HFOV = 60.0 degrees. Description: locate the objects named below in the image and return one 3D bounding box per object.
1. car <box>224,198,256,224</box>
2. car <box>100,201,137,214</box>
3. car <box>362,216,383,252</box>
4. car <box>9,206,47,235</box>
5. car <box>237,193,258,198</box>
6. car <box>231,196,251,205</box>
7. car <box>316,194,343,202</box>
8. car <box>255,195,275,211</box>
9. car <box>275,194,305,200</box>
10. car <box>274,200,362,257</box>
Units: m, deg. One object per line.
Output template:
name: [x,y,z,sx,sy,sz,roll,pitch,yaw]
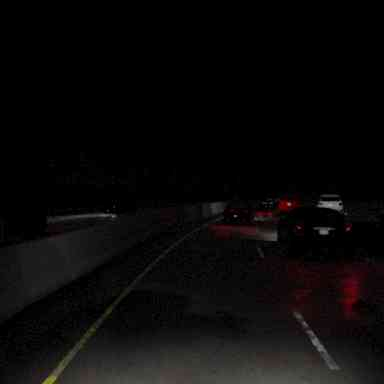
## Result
car: [3.606,1.488,25.005,1.882,1.535,5.008,0,0,15]
car: [-7.838,1.596,35.952,1.895,1.301,4.718,0,0,20]
car: [8.225,1.617,13.601,1.895,1.301,4.718,0,0,9]
car: [-9.159,1.480,16.392,2.128,1.511,4.902,0,0,9]
car: [9.422,1.250,55.312,2.150,2.045,5.566,0,0,33]
car: [9.051,1.553,60.980,1.812,1.442,4.674,0,0,35]
car: [12.979,1.248,31.347,2.150,2.045,5.566,0,0,21]
car: [9.693,1.514,41.101,2.128,1.511,4.902,0,0,26]
car: [9.992,1.243,33.230,2.150,2.045,5.566,0,0,22]
car: [4.678,1.362,13.169,2.097,1.767,4.553,0,0,8]
